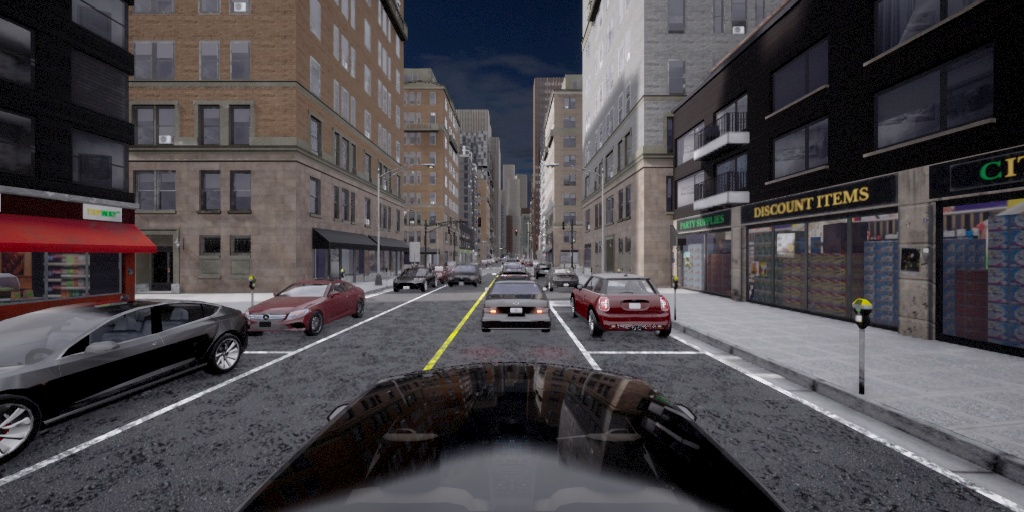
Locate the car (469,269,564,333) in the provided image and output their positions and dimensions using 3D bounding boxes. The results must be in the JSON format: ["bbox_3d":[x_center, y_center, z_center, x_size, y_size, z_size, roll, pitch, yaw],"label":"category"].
[{"bbox_3d":[0.113,1.297,10.769,2.033,1.411,5.357,0,0,0],"label":"car"}]

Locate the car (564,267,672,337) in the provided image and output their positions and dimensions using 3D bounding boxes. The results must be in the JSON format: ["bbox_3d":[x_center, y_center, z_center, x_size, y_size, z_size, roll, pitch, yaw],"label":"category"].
[{"bbox_3d":[2.872,1.190,10.297,1.967,1.591,4.097,0,0,0],"label":"car"}]

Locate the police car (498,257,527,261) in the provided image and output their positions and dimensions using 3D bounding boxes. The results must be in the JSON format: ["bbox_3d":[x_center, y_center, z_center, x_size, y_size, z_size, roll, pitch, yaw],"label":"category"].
[{"bbox_3d":[0.057,1.178,31.311,1.930,1.638,5.238,0,0,0],"label":"police car"}]

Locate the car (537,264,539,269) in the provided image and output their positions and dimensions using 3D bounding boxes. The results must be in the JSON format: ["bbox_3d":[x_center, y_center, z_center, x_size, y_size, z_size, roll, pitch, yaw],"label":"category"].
[{"bbox_3d":[2.917,1.319,32.302,1.948,1.339,4.313,0,0,0],"label":"car"}]

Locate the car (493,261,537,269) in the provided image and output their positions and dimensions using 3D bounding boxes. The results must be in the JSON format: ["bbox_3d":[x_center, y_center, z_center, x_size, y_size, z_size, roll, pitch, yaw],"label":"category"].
[{"bbox_3d":[0.136,1.242,21.291,2.128,1.511,4.902,0,0,0],"label":"car"}]

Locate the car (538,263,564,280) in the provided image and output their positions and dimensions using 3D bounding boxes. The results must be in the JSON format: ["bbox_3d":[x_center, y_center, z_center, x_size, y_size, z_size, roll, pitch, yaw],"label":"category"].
[{"bbox_3d":[2.894,1.301,21.299,2.007,1.370,4.403,0,0,0],"label":"car"}]

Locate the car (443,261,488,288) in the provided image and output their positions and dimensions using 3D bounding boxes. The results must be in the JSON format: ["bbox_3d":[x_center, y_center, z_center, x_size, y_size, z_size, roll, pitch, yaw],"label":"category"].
[{"bbox_3d":[-3.030,1.299,24.260,2.033,1.411,5.357,0,0,0],"label":"car"}]

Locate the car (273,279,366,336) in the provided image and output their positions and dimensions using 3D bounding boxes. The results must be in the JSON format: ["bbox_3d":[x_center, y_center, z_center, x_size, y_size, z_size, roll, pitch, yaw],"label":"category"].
[{"bbox_3d":[-5.654,1.332,10.315,1.802,1.307,4.207,0,0,0],"label":"car"}]

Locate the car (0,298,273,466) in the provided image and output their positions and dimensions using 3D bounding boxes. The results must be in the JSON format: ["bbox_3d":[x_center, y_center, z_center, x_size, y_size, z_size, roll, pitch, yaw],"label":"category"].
[{"bbox_3d":[-5.665,1.316,4.813,1.948,1.339,4.313,0,0,0],"label":"car"}]

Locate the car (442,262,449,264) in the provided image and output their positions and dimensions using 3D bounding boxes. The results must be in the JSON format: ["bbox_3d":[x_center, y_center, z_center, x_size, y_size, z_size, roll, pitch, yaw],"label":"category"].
[{"bbox_3d":[-5.620,1.334,26.818,1.802,1.307,4.207,0,0,0],"label":"car"}]

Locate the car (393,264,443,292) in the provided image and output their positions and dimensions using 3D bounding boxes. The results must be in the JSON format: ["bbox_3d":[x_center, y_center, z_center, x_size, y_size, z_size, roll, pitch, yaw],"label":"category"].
[{"bbox_3d":[-5.631,1.316,21.317,1.948,1.339,4.313,0,0,0],"label":"car"}]
